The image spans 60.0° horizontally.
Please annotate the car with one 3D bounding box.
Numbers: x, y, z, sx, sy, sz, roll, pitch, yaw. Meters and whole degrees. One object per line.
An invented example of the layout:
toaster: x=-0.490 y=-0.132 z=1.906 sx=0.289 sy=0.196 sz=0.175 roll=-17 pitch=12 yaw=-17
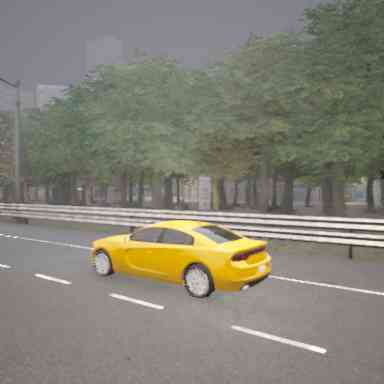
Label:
car: x=-0.515 y=1.477 z=8.539 sx=5.008 sy=1.535 sz=1.882 roll=0 pitch=0 yaw=36
